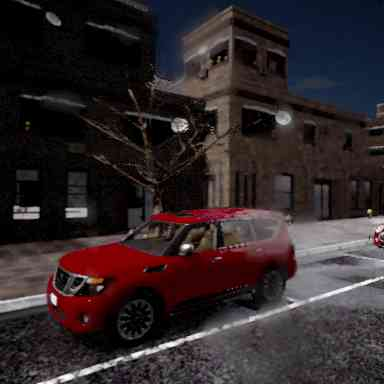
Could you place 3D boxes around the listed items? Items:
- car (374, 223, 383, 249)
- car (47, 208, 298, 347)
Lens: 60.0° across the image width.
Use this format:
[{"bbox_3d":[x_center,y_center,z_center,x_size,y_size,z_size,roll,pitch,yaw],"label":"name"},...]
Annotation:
[{"bbox_3d":[8.765,1.380,12.782,4.097,1.590,1.967,0,1,-35],"label":"car"},{"bbox_3d":[-0.042,1.300,6.505,5.009,1.841,2.192,0,1,-35],"label":"car"}]
